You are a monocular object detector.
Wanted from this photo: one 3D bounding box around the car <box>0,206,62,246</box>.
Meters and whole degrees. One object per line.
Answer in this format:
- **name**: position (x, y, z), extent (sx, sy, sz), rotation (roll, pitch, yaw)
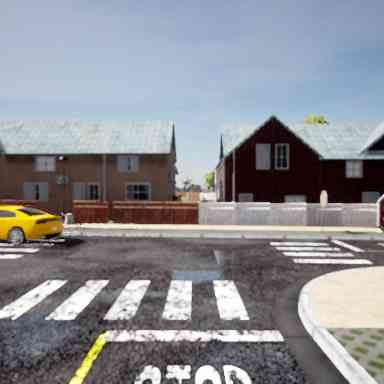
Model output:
- **car**: position (-8.181, 1.361, 14.462), extent (5.008, 1.535, 1.882), rotation (1, -1, 12)
